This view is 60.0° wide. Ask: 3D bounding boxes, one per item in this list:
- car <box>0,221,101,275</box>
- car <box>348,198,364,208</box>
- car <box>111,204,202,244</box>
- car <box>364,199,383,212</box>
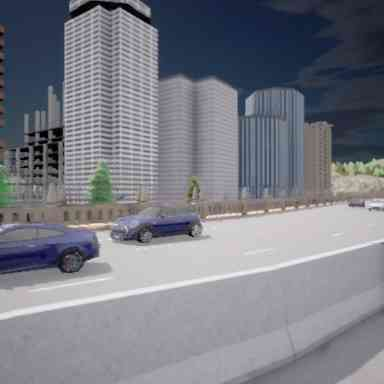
[{"bbox_3d":[-4.916,1.573,9.234,4.674,1.442,1.812,0,0,-37],"label":"car"},{"bbox_3d":[24.401,1.620,49.177,1.837,1.490,4.892,0,0,35],"label":"car"},{"bbox_3d":[-1.678,1.417,16.388,4.553,1.767,2.097,0,0,-42],"label":"car"},{"bbox_3d":[22.759,1.615,40.709,1.812,1.442,4.674,0,0,35],"label":"car"}]
